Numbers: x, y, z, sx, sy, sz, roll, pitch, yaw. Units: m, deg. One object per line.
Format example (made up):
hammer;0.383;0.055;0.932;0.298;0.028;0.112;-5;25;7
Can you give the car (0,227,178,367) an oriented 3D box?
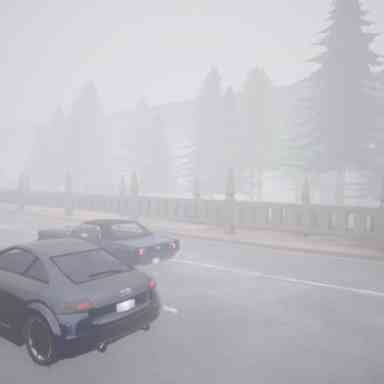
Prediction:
car;-2.553;1.524;5.811;4.181;1.385;1.994;1;1;35

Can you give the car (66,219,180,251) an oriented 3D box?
car;-2.762;1.496;10.260;4.718;1.301;1.895;2;1;36
